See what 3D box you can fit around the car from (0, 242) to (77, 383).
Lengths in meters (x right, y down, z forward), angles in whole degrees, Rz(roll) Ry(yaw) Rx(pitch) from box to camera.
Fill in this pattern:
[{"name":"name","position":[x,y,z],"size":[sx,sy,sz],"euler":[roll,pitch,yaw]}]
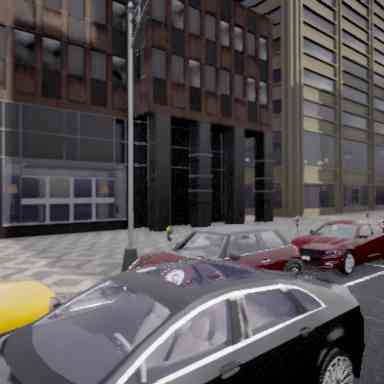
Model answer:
[{"name":"car","position":[-3.984,1.582,3.649],"size":[4.829,1.417,1.752],"euler":[0,0,-38]}]

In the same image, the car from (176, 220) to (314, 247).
[{"name":"car","position":[0.552,1.490,7.218],"size":[4.097,1.590,1.967],"euler":[0,0,-38]}]

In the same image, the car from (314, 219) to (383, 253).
[{"name":"car","position":[4.955,1.588,10.681],"size":[4.507,1.381,1.887],"euler":[0,0,-38]}]

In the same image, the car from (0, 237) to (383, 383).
[{"name":"car","position":[-0.233,1.519,3.090],"size":[4.902,1.511,2.128],"euler":[0,-1,-38]}]
